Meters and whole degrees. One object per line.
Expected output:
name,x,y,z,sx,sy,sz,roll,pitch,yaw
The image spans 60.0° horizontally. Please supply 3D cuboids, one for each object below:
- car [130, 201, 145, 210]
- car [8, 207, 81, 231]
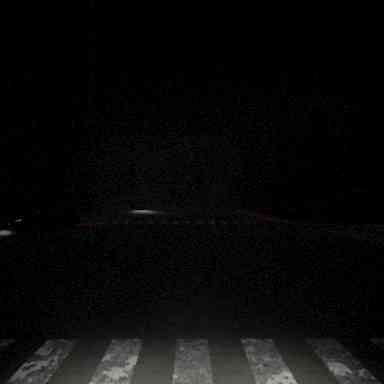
car,-8.740,2.127,53.348,2.128,1.511,4.902,0,-1,-18
car,-10.101,1.807,23.075,1.812,1.442,4.674,1,0,44
